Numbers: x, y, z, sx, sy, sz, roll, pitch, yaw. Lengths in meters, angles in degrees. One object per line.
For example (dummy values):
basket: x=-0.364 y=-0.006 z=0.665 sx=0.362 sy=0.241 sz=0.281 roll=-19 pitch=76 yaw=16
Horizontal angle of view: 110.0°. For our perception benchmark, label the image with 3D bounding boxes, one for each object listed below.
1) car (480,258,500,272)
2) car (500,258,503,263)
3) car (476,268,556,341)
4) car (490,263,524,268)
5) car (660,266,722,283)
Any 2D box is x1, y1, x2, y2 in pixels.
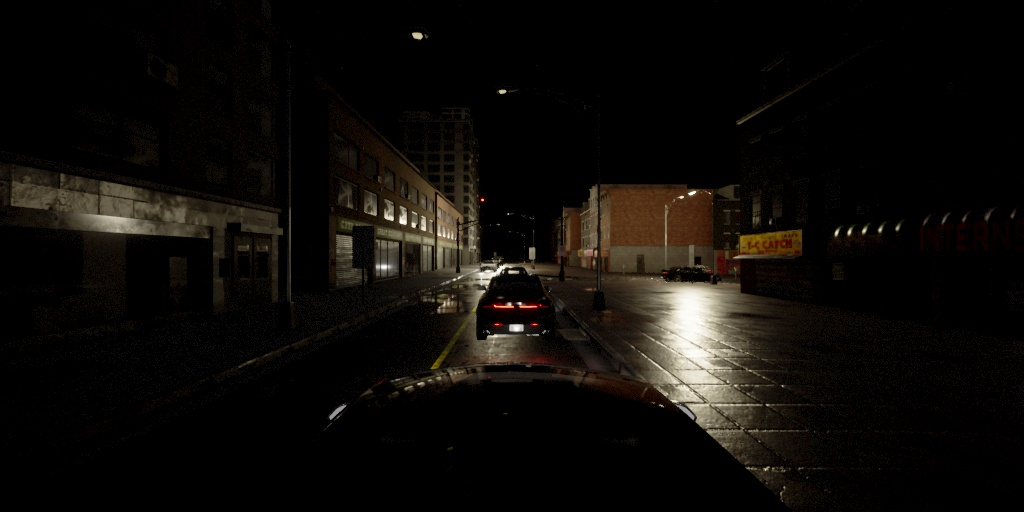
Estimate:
car: x=-2.887 y=1.276 z=45.070 sx=1.812 sy=1.442 sz=4.674 roll=0 pitch=0 yaw=1
car: x=-2.884 y=1.346 z=55.874 sx=1.895 sy=1.301 sz=4.718 roll=0 pitch=0 yaw=0
car: x=0.086 y=1.255 z=9.916 sx=1.837 sy=1.490 sz=4.892 roll=0 pitch=0 yaw=0
car: x=0.095 y=1.298 z=19.527 sx=2.033 sy=1.411 sz=5.357 roll=0 pitch=0 yaw=0
car: x=15.104 y=1.603 z=30.365 sx=4.892 sy=1.490 sz=1.837 roll=1 pitch=0 yaw=0
